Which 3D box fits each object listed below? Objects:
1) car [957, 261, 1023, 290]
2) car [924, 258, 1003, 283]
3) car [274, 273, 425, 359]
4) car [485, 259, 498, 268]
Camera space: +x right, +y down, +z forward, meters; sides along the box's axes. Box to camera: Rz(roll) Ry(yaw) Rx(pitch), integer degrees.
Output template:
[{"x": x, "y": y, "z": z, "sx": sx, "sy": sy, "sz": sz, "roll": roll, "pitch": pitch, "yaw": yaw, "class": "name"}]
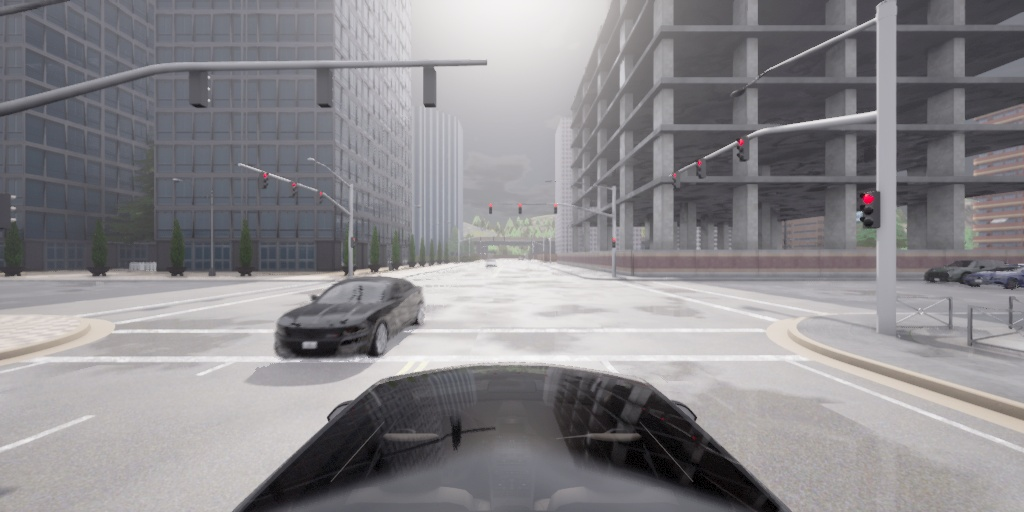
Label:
[{"x": 29.654, "y": 1.209, "z": 21.008, "sx": 4.674, "sy": 1.442, "sz": 1.812, "roll": 0, "pitch": 0, "yaw": 0, "class": "car"}, {"x": 31.303, "y": 1.033, "z": 24.525, "sx": 4.553, "sy": 1.767, "sz": 2.097, "roll": 0, "pitch": 0, "yaw": 0, "class": "car"}, {"x": -3.498, "y": 1.239, "z": 8.695, "sx": 1.882, "sy": 1.535, "sz": 5.008, "roll": 0, "pitch": 1, "yaw": 0, "class": "car"}, {"x": -3.498, "y": 1.294, "z": 60.541, "sx": 1.812, "sy": 1.442, "sz": 4.674, "roll": 0, "pitch": 1, "yaw": 0, "class": "car"}]
